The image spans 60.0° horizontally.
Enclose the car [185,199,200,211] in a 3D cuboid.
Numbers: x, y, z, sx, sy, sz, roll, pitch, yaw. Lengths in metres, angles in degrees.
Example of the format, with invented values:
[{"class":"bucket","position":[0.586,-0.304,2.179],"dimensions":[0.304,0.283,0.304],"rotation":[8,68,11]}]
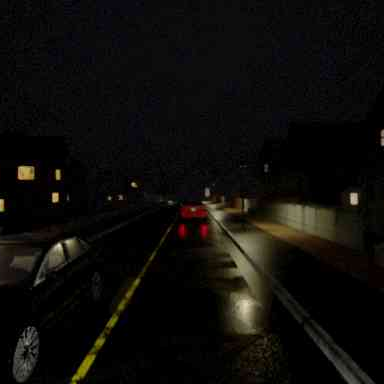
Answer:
[{"class":"car","position":[0.081,1.659,43.667],"dimensions":[1.895,1.301,4.718],"rotation":[0,0,0]}]

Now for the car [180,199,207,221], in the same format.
[{"class":"car","position":[0.091,1.378,27.453],"dimensions":[2.097,1.767,4.553],"rotation":[0,0,0]}]

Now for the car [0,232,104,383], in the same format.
[{"class":"car","position":[-2.837,1.491,5.395],"dimensions":[2.128,1.511,4.902],"rotation":[0,0,0]}]
